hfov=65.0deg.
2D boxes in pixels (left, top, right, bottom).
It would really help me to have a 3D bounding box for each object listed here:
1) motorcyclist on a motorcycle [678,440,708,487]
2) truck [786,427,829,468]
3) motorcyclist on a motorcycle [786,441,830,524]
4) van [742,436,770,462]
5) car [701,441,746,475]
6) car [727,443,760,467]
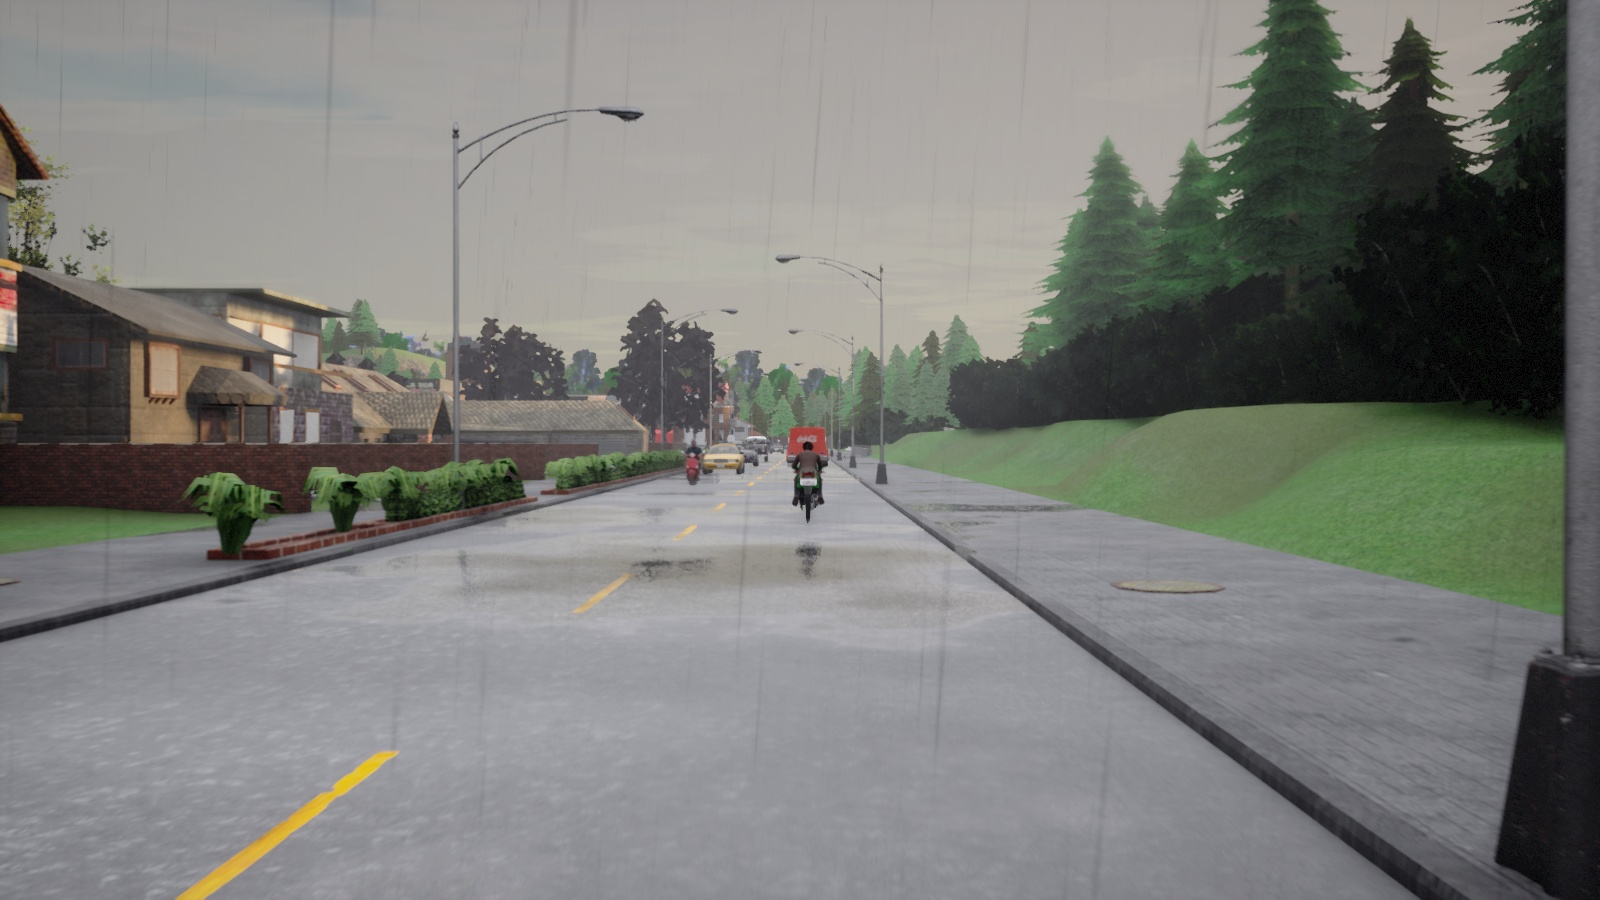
[{"bbox_3d":[-3.731,0.450,43.875,0.866,1.590,1.817,0,0,0],"label":"motorcyclist on a motorcycle"},{"bbox_3d":[0.462,-0.183,78.694,2.627,2.467,5.204,0,0,0],"label":"truck"},{"bbox_3d":[0.154,0.593,24.090,0.797,1.523,2.044,0,1,0],"label":"motorcyclist on a motorcycle"},{"bbox_3d":[-3.437,-0.092,99.279,2.069,2.038,4.480,0,0,0],"label":"van"},{"bbox_3d":[-3.635,0.342,60.335,1.801,1.575,5.366,0,0,0],"label":"car"},{"bbox_3d":[-3.536,0.311,79.191,1.816,1.474,4.193,0,0,0],"label":"car"}]
